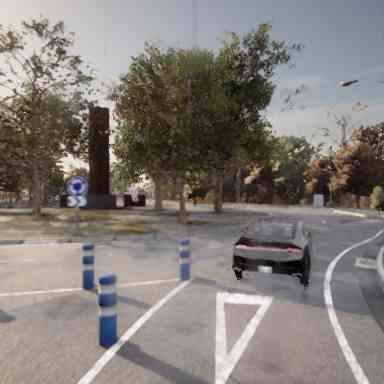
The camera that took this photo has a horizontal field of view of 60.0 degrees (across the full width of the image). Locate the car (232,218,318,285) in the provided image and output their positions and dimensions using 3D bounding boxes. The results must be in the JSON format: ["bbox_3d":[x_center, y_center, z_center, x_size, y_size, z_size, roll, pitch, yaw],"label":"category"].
[{"bbox_3d":[2.519,1.489,9.645,2.128,1.511,4.902,0,0,22],"label":"car"}]
